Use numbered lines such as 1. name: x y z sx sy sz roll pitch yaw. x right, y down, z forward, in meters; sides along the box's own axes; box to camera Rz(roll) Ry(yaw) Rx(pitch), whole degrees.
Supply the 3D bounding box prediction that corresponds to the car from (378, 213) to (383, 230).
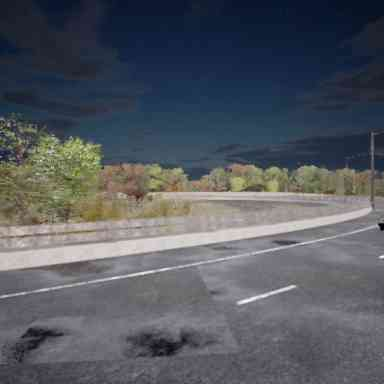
1. car: 12.948 1.592 20.415 2.033 1.411 5.357 0 0 42
